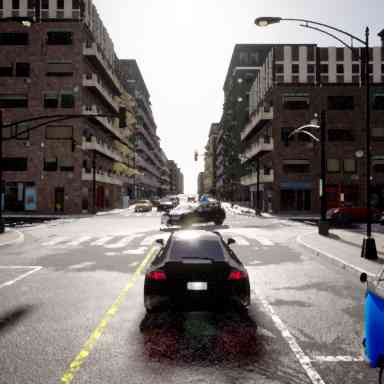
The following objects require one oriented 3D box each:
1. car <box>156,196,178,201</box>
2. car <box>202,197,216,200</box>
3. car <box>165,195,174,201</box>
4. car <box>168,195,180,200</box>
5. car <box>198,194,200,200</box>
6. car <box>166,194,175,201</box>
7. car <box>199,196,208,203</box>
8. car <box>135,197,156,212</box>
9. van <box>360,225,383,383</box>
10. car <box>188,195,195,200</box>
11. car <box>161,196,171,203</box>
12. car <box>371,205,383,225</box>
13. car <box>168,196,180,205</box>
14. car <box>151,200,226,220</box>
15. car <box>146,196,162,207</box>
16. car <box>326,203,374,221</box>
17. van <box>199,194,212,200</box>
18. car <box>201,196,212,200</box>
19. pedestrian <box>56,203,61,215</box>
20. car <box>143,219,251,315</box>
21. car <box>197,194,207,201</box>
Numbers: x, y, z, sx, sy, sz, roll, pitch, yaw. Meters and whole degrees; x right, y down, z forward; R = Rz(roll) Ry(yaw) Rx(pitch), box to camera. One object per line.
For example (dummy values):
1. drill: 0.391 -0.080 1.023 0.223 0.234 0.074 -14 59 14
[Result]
1. car: -3.168 1.579 40.987 1.994 1.385 4.181 0 0 0
2. car: 2.635 1.581 40.007 1.947 1.339 4.313 1 0 0
3. car: -5.821 1.590 85.134 2.008 1.369 4.403 1 0 0
4. car: -3.180 1.497 49.704 1.882 1.535 5.008 0 0 0
5. car: 2.588 1.555 68.390 1.752 1.417 4.829 1 0 0
6. car: -5.828 1.483 90.777 1.967 1.590 4.097 1 0 0
7. car: 2.578 1.614 73.863 1.802 1.307 4.206 1 0 0
8. car: -5.743 1.541 39.823 1.752 1.417 4.829 1 0 0
9. van: 2.670 1.342 2.061 1.690 1.788 3.998 1 0 0
10. car: -0.136 1.562 80.538 2.128 1.511 4.902 0 0 0
11. car: -5.801 1.577 73.849 1.887 1.381 4.507 1 0 0
12. car: 13.505 1.583 19.829 4.313 1.339 1.947 0 -1 1
13. car: -3.171 1.502 60.081 1.882 1.535 5.008 0 0 0
14. car: 0.132 1.498 21.533 4.902 1.511 2.128 0 0 -43
15. car: -5.762 1.461 51.278 1.967 1.590 4.097 1 0 0
16. car: 13.594 1.609 28.211 4.097 1.590 1.967 0 -1 1
17. van: 2.611 1.364 56.935 1.690 1.788 3.998 1 0 0
18. car: 2.626 1.569 45.650 2.008 1.369 4.403 1 0 0
19. pedestrian: -12.592 1.598 31.416 0.500 1.100 0.500 0 -1 1
20. car: 0.088 1.566 7.663 1.994 1.385 4.181 0 0 0
21. car: 2.563 1.355 85.148 2.192 1.841 5.009 1 0 0
